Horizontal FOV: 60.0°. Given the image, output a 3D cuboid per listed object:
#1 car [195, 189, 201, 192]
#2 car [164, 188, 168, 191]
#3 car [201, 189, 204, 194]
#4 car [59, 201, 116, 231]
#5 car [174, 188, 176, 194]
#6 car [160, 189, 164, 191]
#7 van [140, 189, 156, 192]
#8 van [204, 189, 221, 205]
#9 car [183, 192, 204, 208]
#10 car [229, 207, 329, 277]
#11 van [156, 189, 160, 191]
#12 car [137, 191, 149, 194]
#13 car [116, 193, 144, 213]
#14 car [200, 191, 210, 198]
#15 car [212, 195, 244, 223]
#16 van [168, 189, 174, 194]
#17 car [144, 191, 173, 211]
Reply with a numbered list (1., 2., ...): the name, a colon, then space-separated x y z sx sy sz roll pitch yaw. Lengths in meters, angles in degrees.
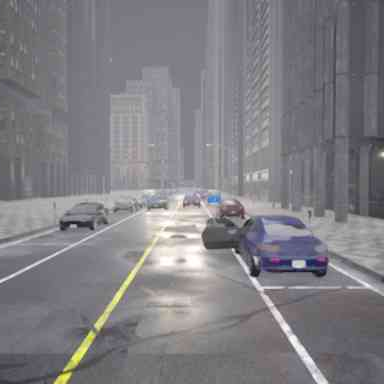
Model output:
1. car: -0.092 0.711 47.142 1.882 1.535 5.008 0 1 0
2. car: -5.901 0.373 57.916 2.192 1.841 5.009 0 1 0
3. car: 2.625 0.640 57.944 1.802 1.307 4.206 0 1 0
4. car: -5.807 1.264 18.440 1.947 1.339 4.313 0 1 0
5. car: -5.966 0.144 86.120 1.887 1.381 4.507 0 1 0
6. car: -5.887 0.590 52.277 1.967 1.590 4.097 0 1 0
7. van: -5.861 0.674 40.996 1.690 1.788 3.998 0 1 0
8. van: 2.664 0.674 41.021 1.690 1.788 3.998 0 1 0
9. car: -0.013 1.009 36.415 1.895 1.301 4.718 0 1 0
10. car: 2.331 1.369 9.568 1.812 1.442 4.674 0 1 0
11. van: -5.874 0.583 46.636 1.690 1.788 3.998 0 1 0
12. car: -5.847 0.953 35.189 1.752 1.417 4.829 0 1 0
13. car: -5.833 1.067 29.719 2.008 1.369 4.403 0 1 0
14. car: 2.599 0.441 69.224 1.947 1.339 4.313 0 1 0
15. car: 2.705 1.152 24.104 1.887 1.381 4.507 0 1 0
16. van: -5.954 0.032 80.477 1.690 1.788 3.998 0 1 0
17. car: -3.167 0.987 31.806 1.837 1.490 4.892 0 1 0
